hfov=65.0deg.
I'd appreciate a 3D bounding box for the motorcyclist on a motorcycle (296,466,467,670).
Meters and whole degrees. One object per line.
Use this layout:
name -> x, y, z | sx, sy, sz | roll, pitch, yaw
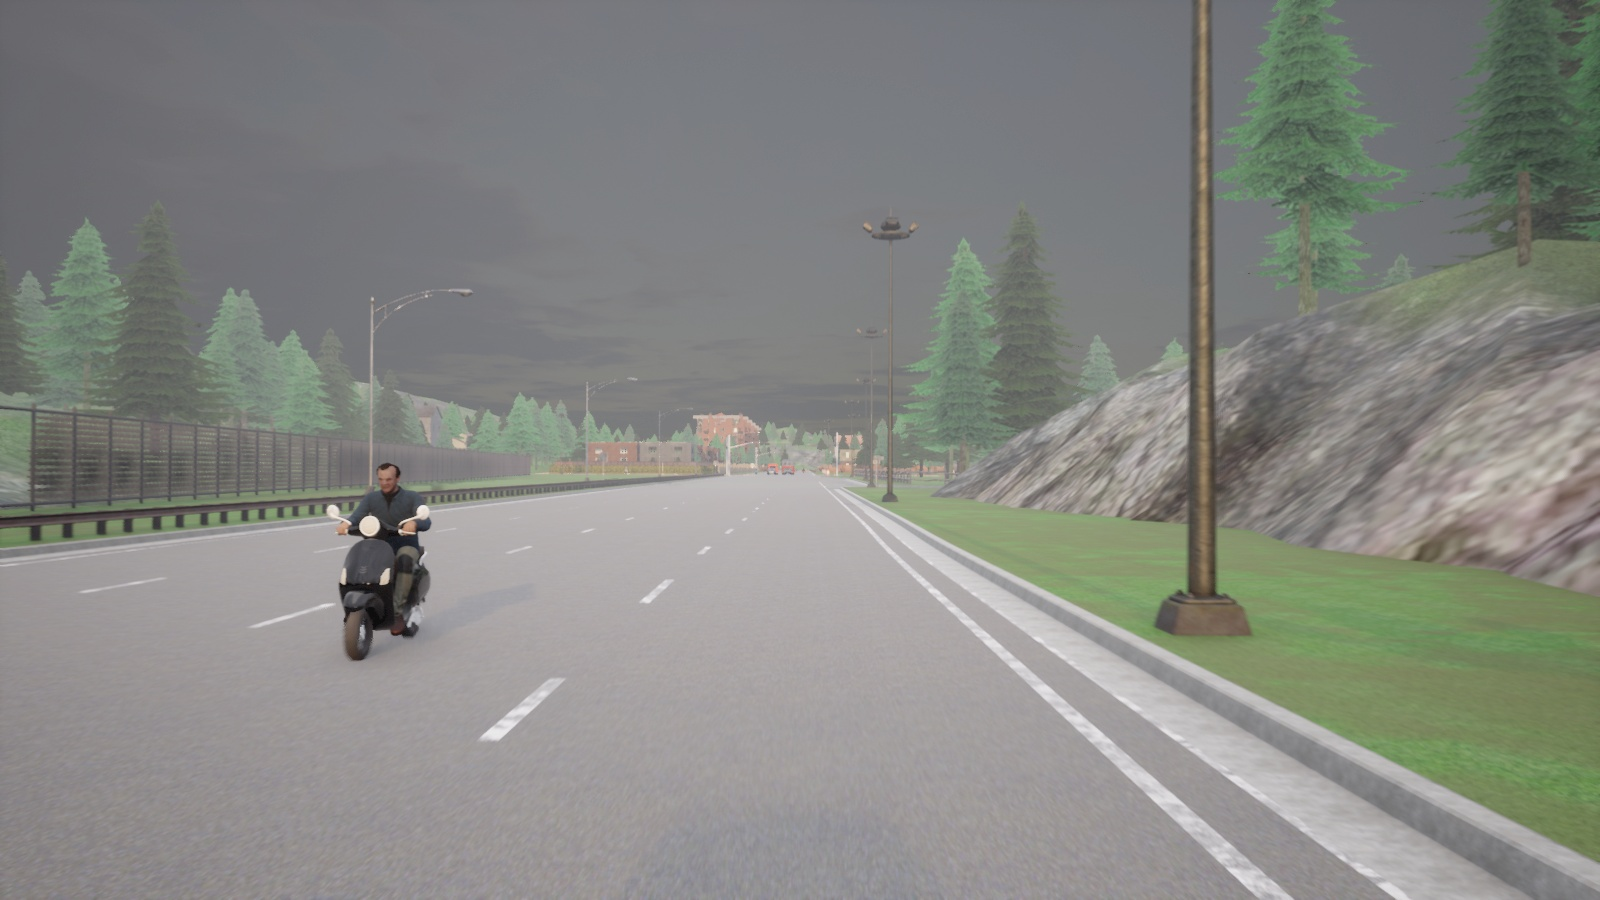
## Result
motorcyclist on a motorcycle -> -3.526, 0.937, 10.772 | 0.866, 1.590, 1.817 | 0, -1, 0
